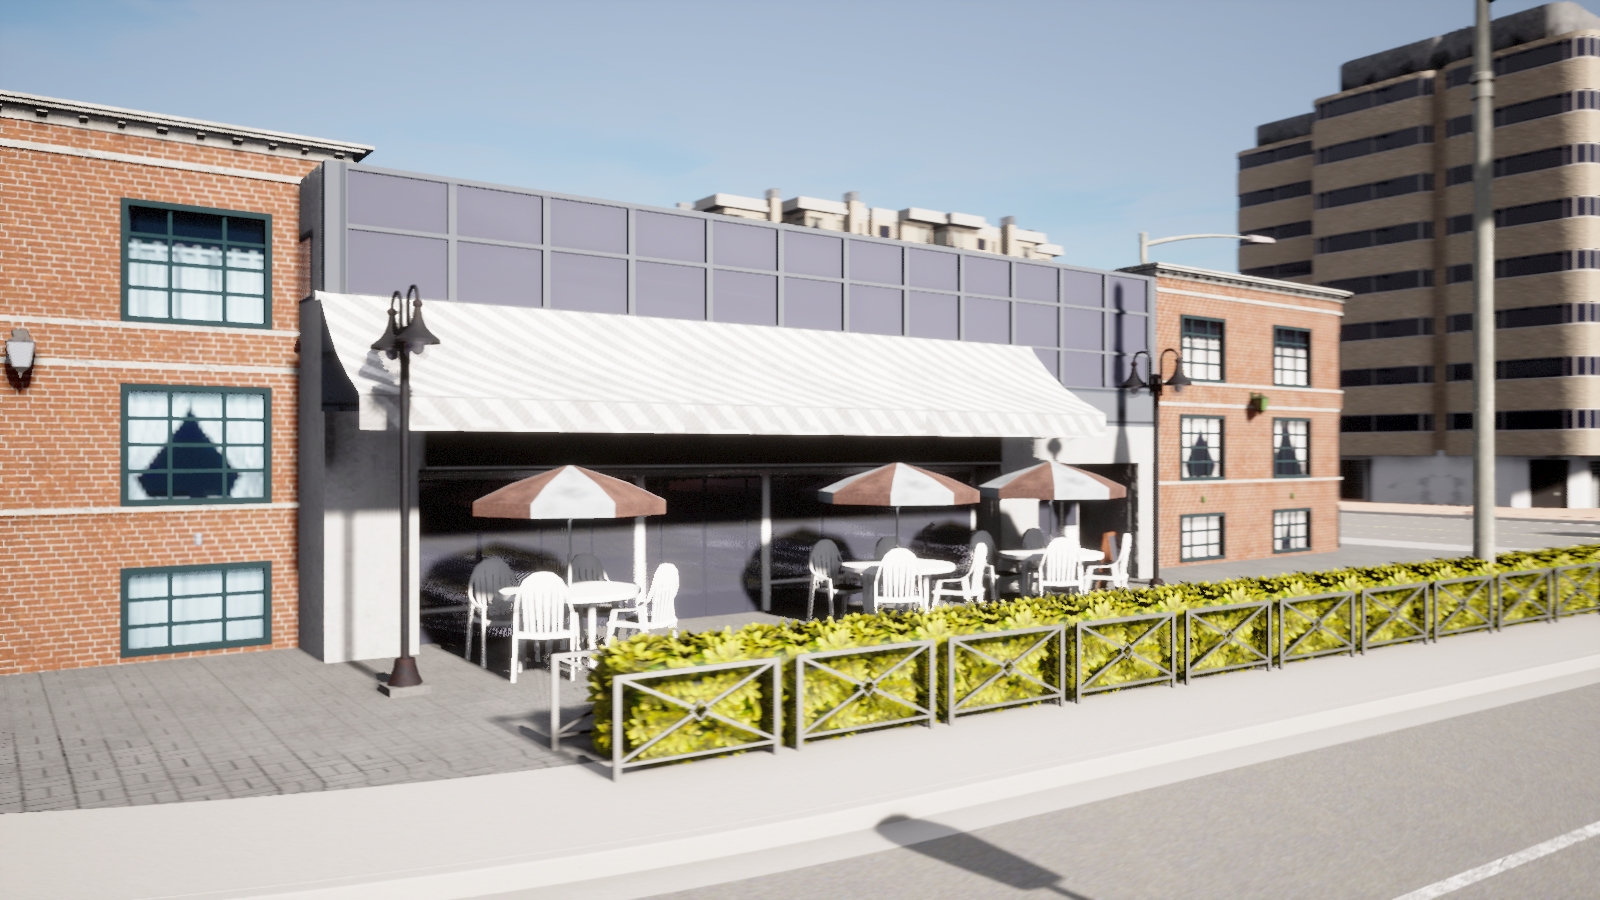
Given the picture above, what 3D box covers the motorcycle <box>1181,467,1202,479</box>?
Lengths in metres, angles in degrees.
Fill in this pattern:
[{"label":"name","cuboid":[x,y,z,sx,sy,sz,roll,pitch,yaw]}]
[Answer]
[{"label":"motorcycle","cuboid":[40.251,2.343,117.403,2.356,1.277,0.764,0,0,-34]}]
